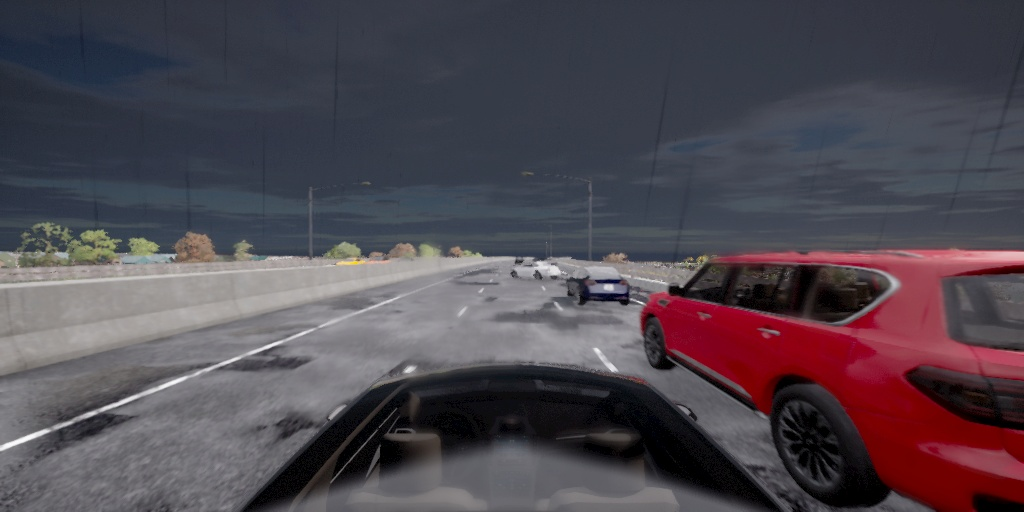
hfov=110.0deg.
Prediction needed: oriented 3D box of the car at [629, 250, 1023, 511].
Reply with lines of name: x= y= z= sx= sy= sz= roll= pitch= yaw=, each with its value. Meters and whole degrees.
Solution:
car: x=3.498 y=0.957 z=4.503 sx=2.150 sy=2.045 sz=5.566 roll=0 pitch=0 yaw=0

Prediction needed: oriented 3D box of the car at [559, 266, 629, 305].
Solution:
car: x=3.544 y=1.174 z=15.428 sx=2.163 sy=1.488 sz=4.792 roll=0 pitch=0 yaw=0

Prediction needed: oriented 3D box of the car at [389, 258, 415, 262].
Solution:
car: x=-13.525 y=1.025 z=45.758 sx=1.837 sy=1.490 sz=4.892 roll=0 pitch=0 yaw=2

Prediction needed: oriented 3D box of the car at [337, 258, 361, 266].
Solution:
car: x=-20.520 y=0.989 z=45.938 sx=1.882 sy=1.535 sz=5.008 roll=0 pitch=0 yaw=2

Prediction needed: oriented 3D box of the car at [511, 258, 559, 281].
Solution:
car: x=1.823 y=1.133 z=28.662 sx=1.812 sy=1.442 sz=4.674 roll=0 pitch=0 yaw=-38

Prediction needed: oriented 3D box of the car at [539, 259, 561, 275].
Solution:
car: x=3.845 y=1.079 z=37.241 sx=1.837 sy=1.490 sz=4.892 roll=0 pitch=0 yaw=1

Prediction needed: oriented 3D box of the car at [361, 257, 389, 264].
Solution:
car: x=-17.019 y=0.868 z=45.983 sx=2.097 sy=1.767 sz=4.553 roll=0 pitch=0 yaw=2
